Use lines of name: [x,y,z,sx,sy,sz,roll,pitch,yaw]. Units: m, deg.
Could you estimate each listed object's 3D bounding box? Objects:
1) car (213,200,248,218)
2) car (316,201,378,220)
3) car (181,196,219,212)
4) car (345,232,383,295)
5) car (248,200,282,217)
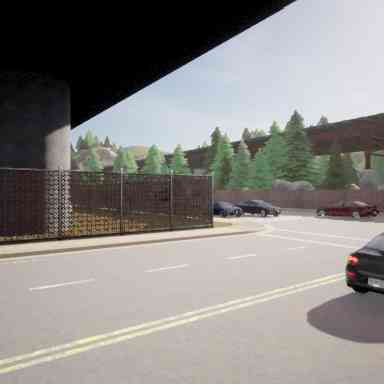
car: [2.738,1.564,30.522,1.994,1.385,4.181,0,0,-36]
car: [13.169,1.477,28.561,1.882,1.535,5.008,0,0,-36]
car: [0.855,1.352,39.085,2.097,1.767,4.553,0,0,-36]
car: [5.304,1.526,7.529,4.674,1.442,1.812,0,0,-36]
car: [6.253,1.505,31.631,1.837,1.490,4.892,0,0,-36]
